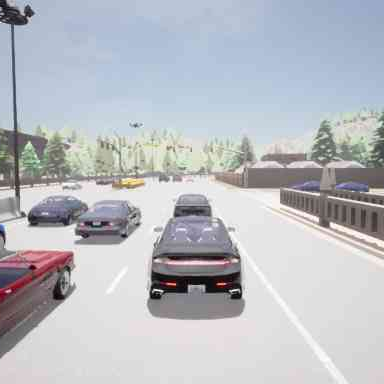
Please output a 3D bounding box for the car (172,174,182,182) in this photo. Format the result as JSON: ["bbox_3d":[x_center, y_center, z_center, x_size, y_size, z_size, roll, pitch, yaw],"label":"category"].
[{"bbox_3d":[-3.934,-3.607,86.986,2.150,2.045,5.566,0,3,0],"label":"car"}]

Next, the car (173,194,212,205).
[{"bbox_3d":[0.026,0.817,17.446,1.882,1.535,5.008,0,3,-1],"label":"car"}]

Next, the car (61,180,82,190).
[{"bbox_3d":[-17.833,-1.041,49.366,1.812,1.442,4.674,0,3,0],"label":"car"}]

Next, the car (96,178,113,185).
[{"bbox_3d":[-17.831,-2.005,66.747,1.895,1.301,4.718,0,3,0],"label":"car"}]

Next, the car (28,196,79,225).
[{"bbox_3d":[-6.979,0.880,17.785,1.994,1.385,4.181,0,3,0],"label":"car"}]

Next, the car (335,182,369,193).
[{"bbox_3d":[18.039,-0.399,38.625,4.674,1.442,1.812,0,3,2],"label":"car"}]

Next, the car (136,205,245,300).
[{"bbox_3d":[0.068,1.328,8.024,2.128,1.511,4.902,0,2,0],"label":"car"}]

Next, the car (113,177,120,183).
[{"bbox_3d":[-17.885,-2.708,77.482,2.033,1.411,5.357,0,3,0],"label":"car"}]

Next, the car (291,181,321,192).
[{"bbox_3d":[15.003,-0.614,42.218,4.674,1.442,1.812,0,3,2],"label":"car"}]

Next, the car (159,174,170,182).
[{"bbox_3d":[-7.434,-3.606,86.968,2.150,2.045,5.566,0,3,0],"label":"car"}]

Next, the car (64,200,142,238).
[{"bbox_3d":[-3.465,1.051,14.607,2.033,1.411,5.357,0,3,0],"label":"car"}]

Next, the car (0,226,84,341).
[{"bbox_3d":[-3.420,1.528,5.092,1.895,1.301,4.718,0,1,0],"label":"car"}]

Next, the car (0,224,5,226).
[{"bbox_3d":[-6.936,1.283,8.813,1.882,1.535,5.008,0,2,0],"label":"car"}]

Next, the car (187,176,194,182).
[{"bbox_3d":[-0.448,-3.452,89.660,1.812,1.442,4.674,0,3,0],"label":"car"}]
